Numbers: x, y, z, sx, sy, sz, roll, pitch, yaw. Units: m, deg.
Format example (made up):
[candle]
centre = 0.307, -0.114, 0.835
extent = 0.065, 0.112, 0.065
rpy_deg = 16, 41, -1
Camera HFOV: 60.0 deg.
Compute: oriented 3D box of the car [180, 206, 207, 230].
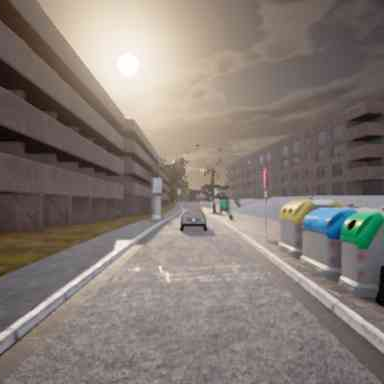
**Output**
[car]
centre = 0.114, 1.946, 24.165
extent = 2.033, 1.411, 5.357
rpy_deg = 0, -2, 0
